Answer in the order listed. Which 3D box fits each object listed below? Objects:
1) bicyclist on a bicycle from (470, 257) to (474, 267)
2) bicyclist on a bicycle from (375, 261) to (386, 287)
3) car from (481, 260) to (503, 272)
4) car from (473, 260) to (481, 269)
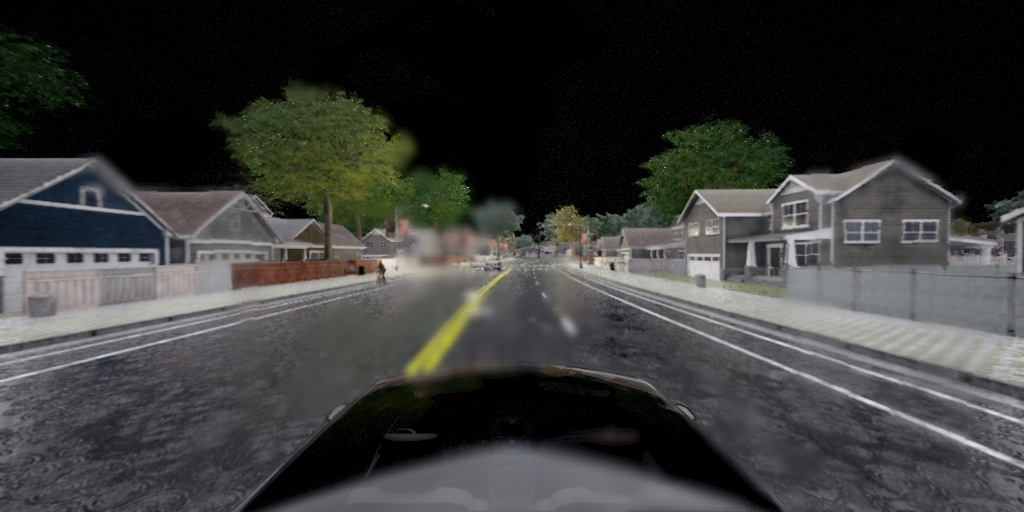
[{"bbox_3d":[-6.541,0.974,58.090,0.659,1.776,1.843,0,0,5],"label":"bicyclist on a bicycle"},{"bbox_3d":[-8.571,1.168,23.478,0.582,1.620,1.656,0,1,1],"label":"bicyclist on a bicycle"},{"bbox_3d":[-2.221,1.180,43.782,1.812,1.442,4.674,0,0,4],"label":"car"},{"bbox_3d":[-4.696,1.221,54.261,1.895,1.301,4.718,0,0,2],"label":"car"}]
